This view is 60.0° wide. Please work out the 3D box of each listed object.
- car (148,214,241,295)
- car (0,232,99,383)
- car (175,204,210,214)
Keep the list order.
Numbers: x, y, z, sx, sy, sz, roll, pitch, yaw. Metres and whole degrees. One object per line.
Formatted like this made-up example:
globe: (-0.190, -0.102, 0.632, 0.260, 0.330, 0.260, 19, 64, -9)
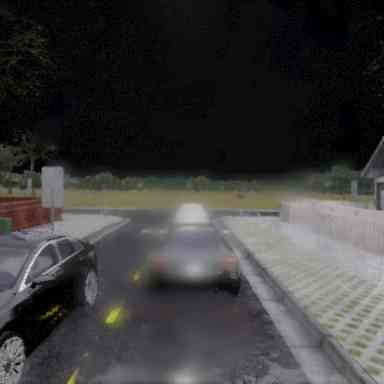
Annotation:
car: (0.069, 1.493, 8.570, 1.994, 1.385, 4.181, 0, 0, 0)
car: (-2.843, 1.449, 5.021, 2.128, 1.511, 4.902, 0, 0, 0)
car: (0.034, 1.379, 18.499, 1.812, 1.442, 4.674, 0, 0, 0)
